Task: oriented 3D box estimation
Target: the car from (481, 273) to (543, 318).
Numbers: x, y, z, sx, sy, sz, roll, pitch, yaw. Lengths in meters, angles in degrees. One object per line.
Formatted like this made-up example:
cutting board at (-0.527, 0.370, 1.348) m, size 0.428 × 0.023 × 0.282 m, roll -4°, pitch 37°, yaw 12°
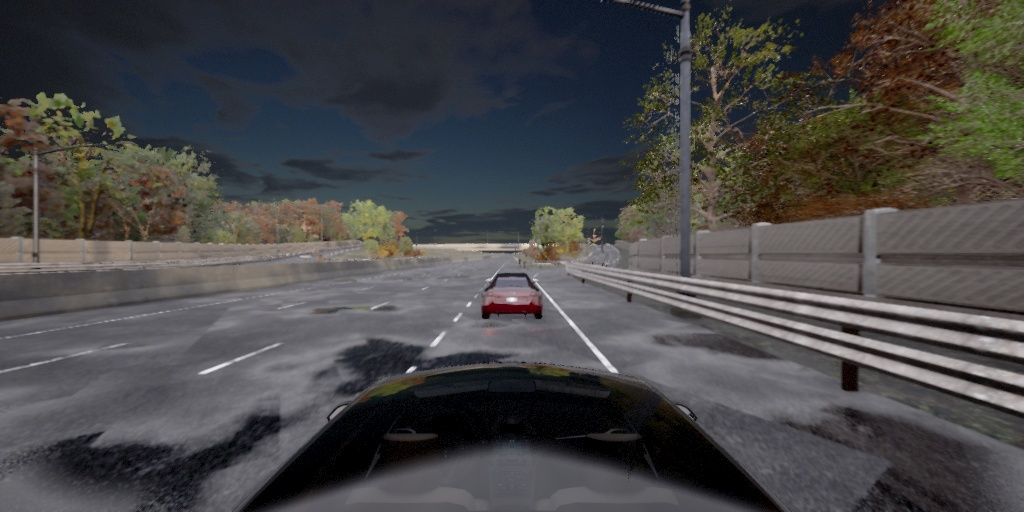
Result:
car at (-0.001, 1.291, 12.907) m, size 1.994 × 1.385 × 4.181 m, roll 0°, pitch 0°, yaw 0°
